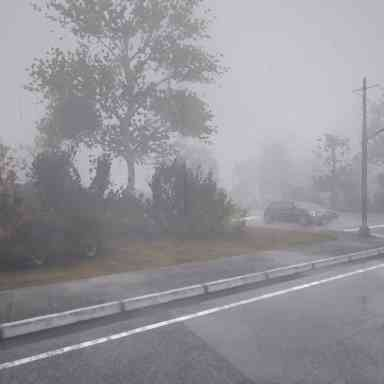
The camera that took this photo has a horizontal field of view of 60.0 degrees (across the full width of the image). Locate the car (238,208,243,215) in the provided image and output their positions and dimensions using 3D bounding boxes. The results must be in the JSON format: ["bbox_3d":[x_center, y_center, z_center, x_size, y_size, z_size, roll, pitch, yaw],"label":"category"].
[{"bbox_3d":[3.529,1.781,33.741,1.994,1.385,4.181,0,-1,-42],"label":"car"}]

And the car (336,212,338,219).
[{"bbox_3d":[9.241,1.594,26.915,1.837,1.490,4.892,0,-1,-42],"label":"car"}]

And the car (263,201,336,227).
[{"bbox_3d":[7.343,1.426,23.669,2.097,1.767,4.553,0,-1,-38],"label":"car"}]

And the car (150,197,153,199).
[{"bbox_3d":[-6.088,1.849,53.064,5.566,2.045,2.150,-2,-1,40],"label":"car"}]
